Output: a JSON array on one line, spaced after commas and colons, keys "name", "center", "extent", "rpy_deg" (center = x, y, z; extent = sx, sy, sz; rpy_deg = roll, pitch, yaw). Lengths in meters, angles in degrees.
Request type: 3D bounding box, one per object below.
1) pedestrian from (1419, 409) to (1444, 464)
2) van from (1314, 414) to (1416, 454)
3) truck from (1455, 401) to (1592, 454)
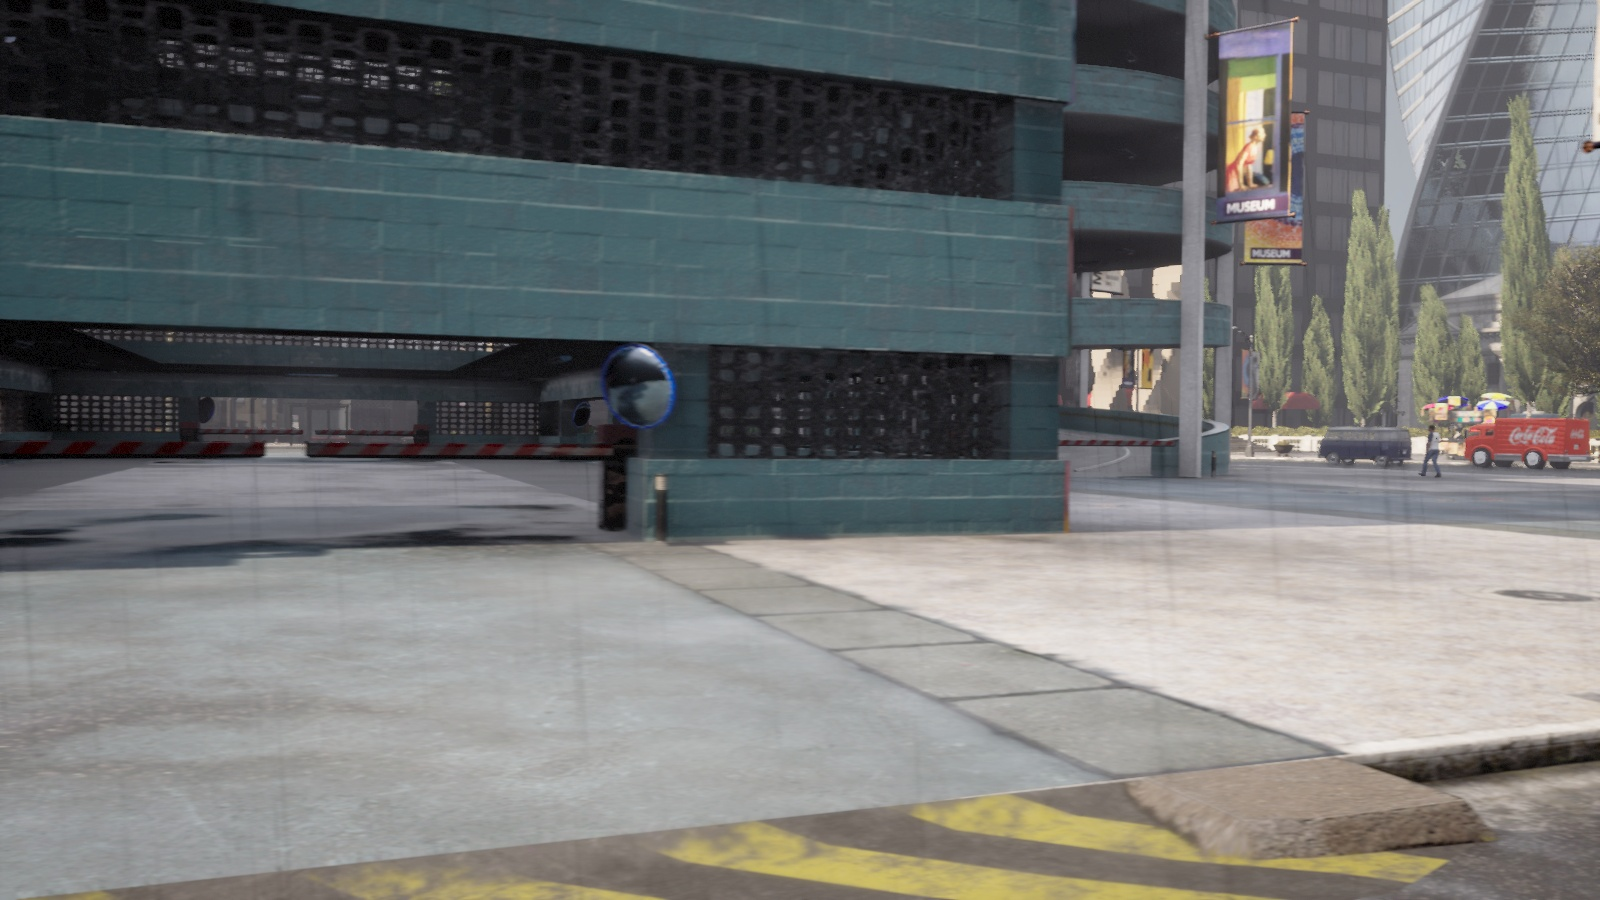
[{"name": "pedestrian", "center": [21.381, -0.469, 42.531], "extent": [0.354, 1.836, 0.706], "rpy_deg": [-1, 1, -22]}, {"name": "van", "center": [28.853, -0.807, 64.261], "extent": [1.775, 1.987, 4.442], "rpy_deg": [-1, 1, -39]}, {"name": "truck", "center": [35.293, -1.070, 61.396], "extent": [2.627, 2.467, 5.204], "rpy_deg": [-1, 1, -31]}]
